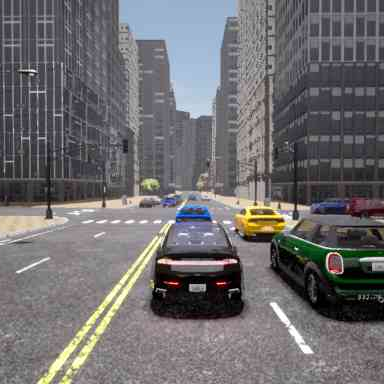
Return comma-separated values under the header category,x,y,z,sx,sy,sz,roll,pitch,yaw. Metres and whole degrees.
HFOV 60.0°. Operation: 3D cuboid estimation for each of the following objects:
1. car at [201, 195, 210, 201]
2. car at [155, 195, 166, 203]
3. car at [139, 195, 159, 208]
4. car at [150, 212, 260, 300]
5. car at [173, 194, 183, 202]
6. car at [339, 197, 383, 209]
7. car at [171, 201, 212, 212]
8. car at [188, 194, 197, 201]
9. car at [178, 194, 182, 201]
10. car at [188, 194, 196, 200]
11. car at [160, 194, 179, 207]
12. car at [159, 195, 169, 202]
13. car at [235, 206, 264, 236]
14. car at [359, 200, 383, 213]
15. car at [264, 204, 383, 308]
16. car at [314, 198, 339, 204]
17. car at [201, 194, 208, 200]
category,x,y,z,sx,sy,sz,roll,pitch,yaw
car,3.325,1.513,80.672,1.895,1.301,4.718,0,0,0
car,-6.446,1.448,68.018,1.837,1.490,4.892,0,0,0
car,-6.540,1.513,49.110,2.033,1.411,5.357,0,0,0
car,0.105,1.488,8.338,2.128,1.511,4.902,0,0,0
car,-3.179,1.286,77.162,2.097,1.767,4.553,0,0,0
car,16.228,1.519,29.425,5.009,1.841,2.192,1,0,1
car,0.119,1.468,17.843,1.882,1.535,5.008,0,0,1
car,0.075,1.273,80.615,2.097,1.767,4.553,0,0,0
car,-3.272,1.519,58.283,1.994,1.385,4.181,0,0,1
car,0.084,1.267,90.647,2.128,1.511,4.902,0,0,0
car,-3.294,1.491,49.538,1.812,1.442,4.674,0,0,0
car,-6.429,1.482,77.996,1.994,1.385,4.181,0,0,0
car,3.364,1.469,17.229,1.882,1.535,5.008,0,0,0
car,21.844,1.643,37.706,4.829,1.417,1.752,1,0,1
car,3.357,1.348,8.050,2.097,1.767,4.553,0,0,0
car,14.916,1.451,35.228,4.553,1.767,2.097,1,1,1
car,3.334,1.337,90.674,1.895,1.301,4.718,0,0,0
